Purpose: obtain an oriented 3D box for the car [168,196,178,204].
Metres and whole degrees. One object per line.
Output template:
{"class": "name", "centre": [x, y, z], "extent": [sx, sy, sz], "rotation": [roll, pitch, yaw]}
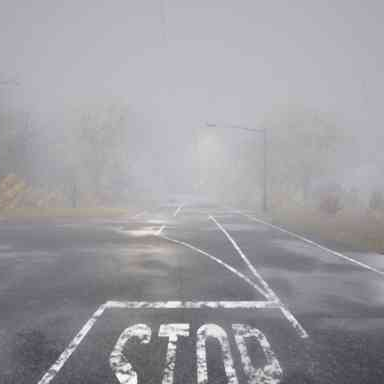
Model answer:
{"class": "car", "centre": [-3.772, 1.588, 65.421], "extent": [2.033, 1.411, 5.357], "rotation": [0, 0, -1]}
